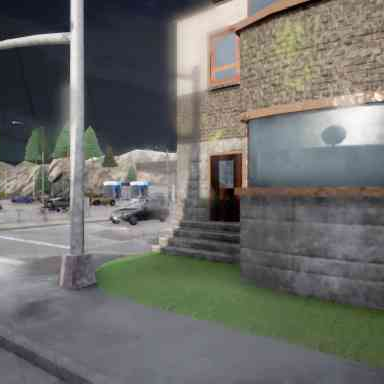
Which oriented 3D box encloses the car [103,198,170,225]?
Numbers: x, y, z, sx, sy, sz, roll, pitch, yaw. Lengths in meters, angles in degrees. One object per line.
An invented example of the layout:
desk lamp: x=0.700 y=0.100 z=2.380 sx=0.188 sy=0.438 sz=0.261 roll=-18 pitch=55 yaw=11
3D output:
car: x=-3.401 y=1.354 z=22.451 sx=1.812 sy=1.442 sz=4.674 roll=0 pitch=0 yaw=35

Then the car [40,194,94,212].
car: x=-13.150 y=1.322 z=35.222 sx=2.007 sy=1.523 sz=4.514 roll=0 pitch=0 yaw=35

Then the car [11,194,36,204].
car: x=-30.956 y=1.353 z=60.964 sx=1.845 sy=1.501 sz=3.633 roll=0 pitch=0 yaw=35

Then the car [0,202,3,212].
car: x=-20.208 y=1.258 z=31.575 sx=1.970 sy=1.475 sz=3.806 roll=0 pitch=0 yaw=35

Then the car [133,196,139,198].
car: x=-8.191 y=1.387 z=54.353 sx=1.970 sy=1.475 sz=3.806 roll=0 pitch=0 yaw=35

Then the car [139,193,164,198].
car: x=-5.827 y=1.102 z=51.937 sx=1.905 sy=1.878 sz=3.866 roll=0 pitch=0 yaw=35

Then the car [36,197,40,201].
car: x=-22.816 y=1.328 z=55.167 sx=2.007 sy=1.523 sz=4.514 roll=0 pitch=0 yaw=35

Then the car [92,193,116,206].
car: x=-13.049 y=1.124 z=47.404 sx=1.932 sy=1.855 sz=4.605 roll=0 pitch=0 yaw=35

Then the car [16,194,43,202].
car: x=-36.209 y=1.367 z=74.064 sx=2.152 sy=1.636 sz=5.027 roll=0 pitch=0 yaw=35

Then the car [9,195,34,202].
car: x=-38.802 y=1.377 z=75.830 sx=2.007 sy=1.523 sz=4.514 roll=0 pitch=0 yaw=35
